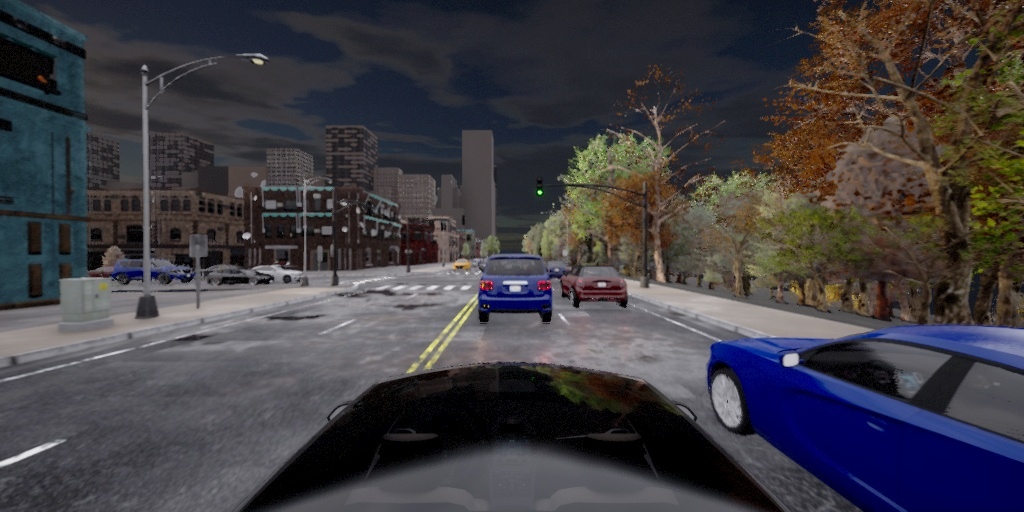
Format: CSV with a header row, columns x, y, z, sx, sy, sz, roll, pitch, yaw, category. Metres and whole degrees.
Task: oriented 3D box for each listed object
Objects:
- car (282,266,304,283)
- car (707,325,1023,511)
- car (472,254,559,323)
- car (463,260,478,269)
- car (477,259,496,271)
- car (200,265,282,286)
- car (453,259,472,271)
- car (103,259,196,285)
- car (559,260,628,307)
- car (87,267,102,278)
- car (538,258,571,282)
x,y,z,sx,sy,sz,roll,pitch,yaw,category
-19.382,1.448,29.214,4.674,1.442,1.812,-1,1,-1,car
3.351,1.226,2.459,1.882,1.535,5.008,0,0,0,car
0.093,0.954,12.187,2.150,2.045,5.566,0,0,0,car
-6.574,1.253,56.856,1.895,1.301,4.718,0,0,-1,car
-3.351,1.161,47.829,2.128,1.511,4.902,0,0,1,car
-19.960,1.526,26.504,4.313,1.339,1.948,0,0,0,car
-6.611,1.148,47.558,1.882,1.535,5.008,0,0,0,car
-29.116,1.254,29.211,5.566,2.045,2.150,-1,1,0,car
3.343,1.080,15.446,2.097,1.767,4.553,0,0,0,car
-33.836,1.557,26.635,4.097,1.591,1.967,0,0,0,car
3.336,1.056,28.922,2.097,1.767,4.553,0,0,0,car
